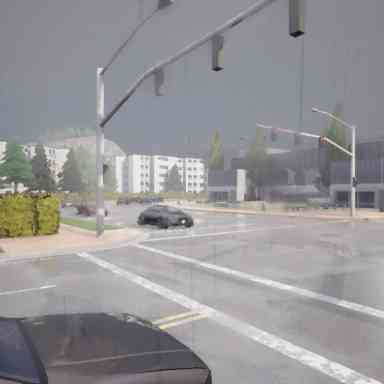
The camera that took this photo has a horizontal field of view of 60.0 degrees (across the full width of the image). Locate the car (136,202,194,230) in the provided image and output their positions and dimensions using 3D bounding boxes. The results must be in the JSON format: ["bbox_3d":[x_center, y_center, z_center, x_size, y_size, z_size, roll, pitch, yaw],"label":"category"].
[{"bbox_3d":[-1.727,1.564,21.105,1.994,1.385,4.181,0,0,-38],"label":"car"}]

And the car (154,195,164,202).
[{"bbox_3d":[-7.538,1.354,70.934,2.097,1.767,4.553,0,0,17],"label":"car"}]

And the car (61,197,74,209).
[{"bbox_3d":[-17.001,1.492,46.180,2.128,1.511,4.902,0,0,-16],"label":"car"}]

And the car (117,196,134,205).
[{"bbox_3d":[-12.061,1.492,58.853,2.128,1.511,4.902,0,0,-4],"label":"car"}]

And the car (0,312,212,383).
[{"bbox_3d":[-2.361,1.547,2.080,5.357,1.411,2.033,0,0,-35],"label":"car"}]

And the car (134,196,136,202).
[{"bbox_3d":[-11.381,1.477,68.885,1.882,1.535,5.008,0,0,14],"label":"car"}]

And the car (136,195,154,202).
[{"bbox_3d":[-8.632,1.505,61.169,1.837,1.490,4.892,0,0,-1],"label":"car"}]

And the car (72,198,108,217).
[{"bbox_3d":[-9.437,1.526,31.320,1.812,1.442,4.674,0,0,-35],"label":"car"}]
